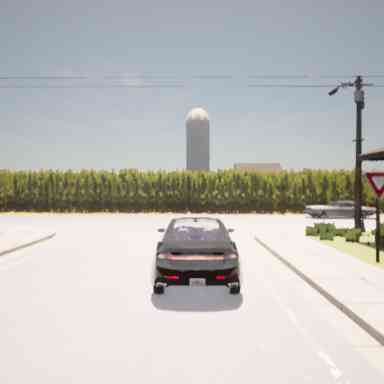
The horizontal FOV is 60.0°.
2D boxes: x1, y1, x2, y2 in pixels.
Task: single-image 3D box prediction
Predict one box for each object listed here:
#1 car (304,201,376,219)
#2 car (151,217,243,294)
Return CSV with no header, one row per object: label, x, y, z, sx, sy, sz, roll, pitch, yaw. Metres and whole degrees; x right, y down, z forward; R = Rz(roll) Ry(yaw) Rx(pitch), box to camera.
car,10.892,1.306,24.810,4.718,1.301,1.895,0,1,1
car,0.098,1.381,8.437,2.128,1.511,4.902,0,1,0
